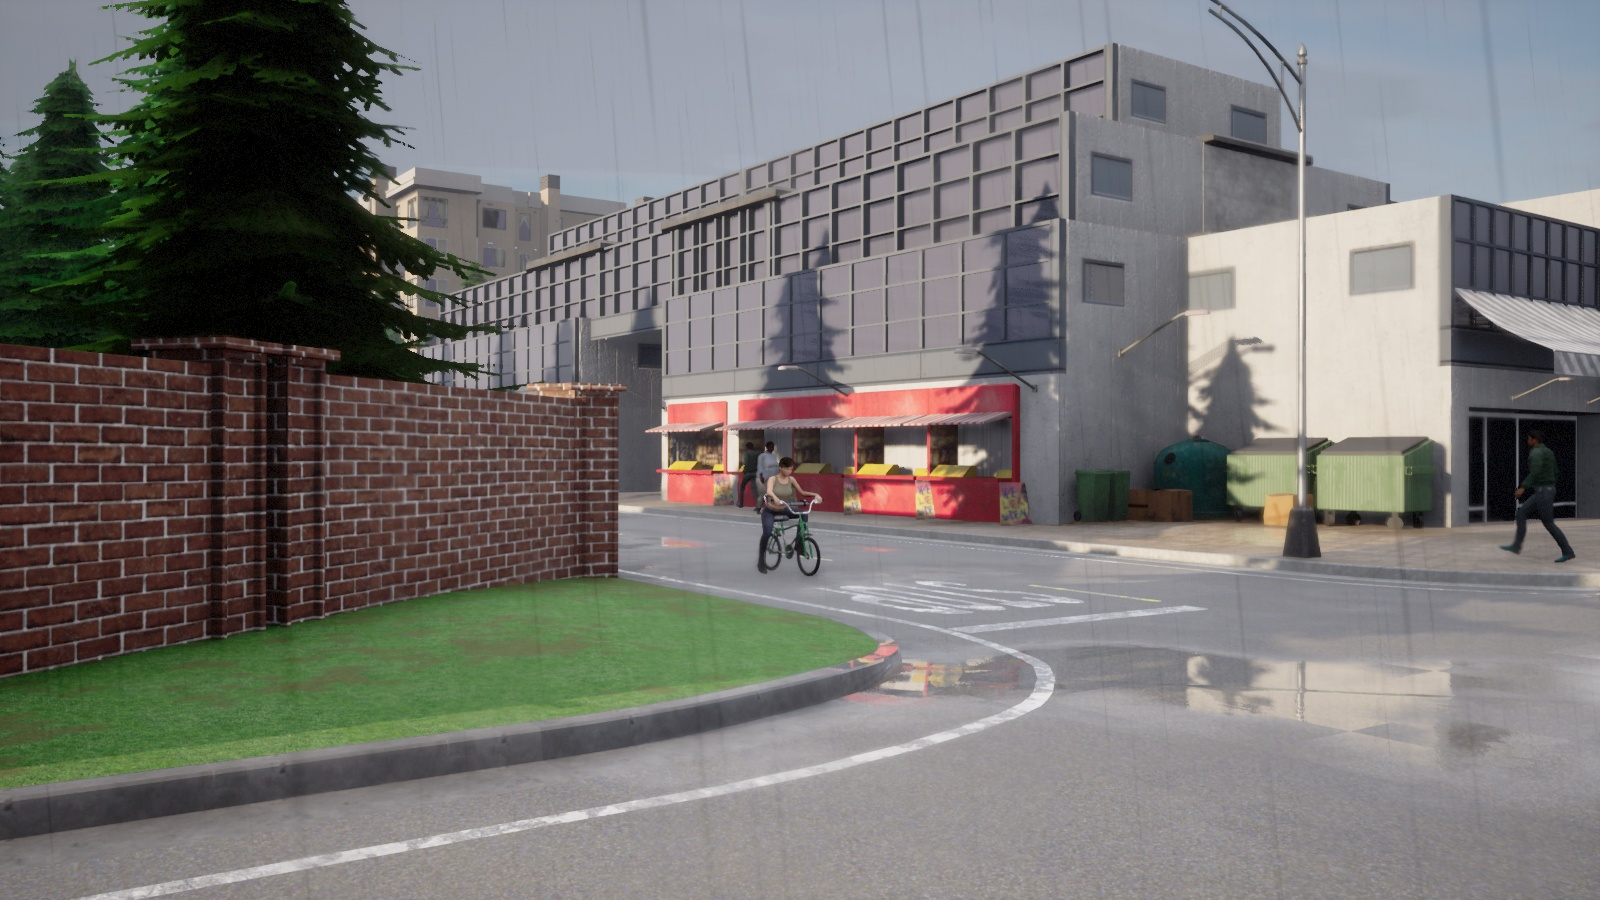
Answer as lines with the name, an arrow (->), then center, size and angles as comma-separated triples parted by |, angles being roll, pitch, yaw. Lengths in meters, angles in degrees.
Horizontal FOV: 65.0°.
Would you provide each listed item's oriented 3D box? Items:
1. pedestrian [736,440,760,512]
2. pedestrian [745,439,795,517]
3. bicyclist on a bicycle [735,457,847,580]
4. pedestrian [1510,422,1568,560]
pedestrian -> -1.356, 0.665, 32.698 | 0.353, 1.847, 0.614 | 0, 0, -35
pedestrian -> -0.731, 0.658, 30.484 | 0.874, 1.855, 0.900 | 0, 0, -34
bicyclist on a bicycle -> -0.142, 0.900, 17.330 | 0.866, 1.612, 1.509 | 0, 0, -33
pedestrian -> 10.087, 0.553, 17.145 | 0.614, 1.847, 0.353 | 0, 0, 44
